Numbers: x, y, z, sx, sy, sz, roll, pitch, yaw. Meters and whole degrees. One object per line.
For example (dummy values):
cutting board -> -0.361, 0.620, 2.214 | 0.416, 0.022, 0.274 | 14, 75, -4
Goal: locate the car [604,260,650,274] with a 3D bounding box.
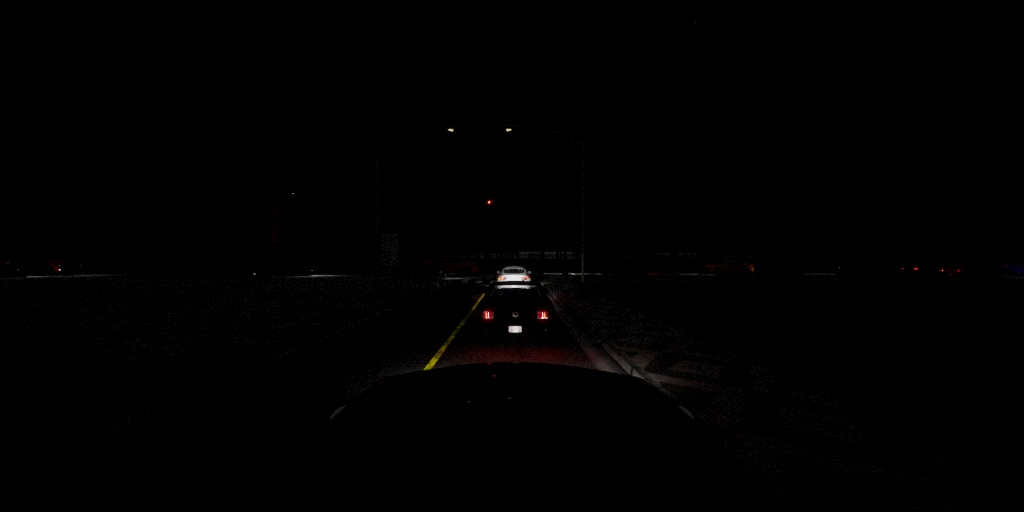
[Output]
car -> 12.633, 1.231, 39.575 | 4.902, 1.511, 2.128 | 0, 0, 0

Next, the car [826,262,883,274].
car -> 37.449, 1.341, 39.342 | 4.718, 1.301, 1.895 | 0, 0, 1

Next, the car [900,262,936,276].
car -> 42.320, 1.303, 35.921 | 5.357, 1.411, 2.033 | 0, 0, 1

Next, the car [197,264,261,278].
car -> -26.046, 1.351, 33.189 | 4.718, 1.301, 1.895 | 0, 0, 0

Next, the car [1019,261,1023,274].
car -> 52.275, 1.233, 35.887 | 5.008, 1.535, 1.882 | 0, 0, 0

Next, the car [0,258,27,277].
car -> -48.535, 1.223, 32.910 | 4.892, 1.490, 1.837 | 0, 0, -2

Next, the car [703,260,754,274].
car -> 23.775, 1.217, 39.478 | 5.008, 1.535, 1.882 | 0, 0, 0

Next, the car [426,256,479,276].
car -> -6.185, 0.975, 36.285 | 5.566, 2.045, 2.150 | 0, 0, 0

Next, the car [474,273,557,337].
car -> 0.108, 1.350, 10.237 | 1.895, 1.301, 4.718 | 0, 0, 1

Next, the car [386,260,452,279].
car -> -8.598, 1.316, 32.550 | 5.357, 1.411, 2.033 | 0, 0, 9

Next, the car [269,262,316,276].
car -> -22.302, 1.302, 36.410 | 4.181, 1.385, 1.994 | 0, 0, 0

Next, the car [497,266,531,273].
car -> 0.113, 1.274, 20.221 | 1.812, 1.442, 4.674 | 0, 0, 1

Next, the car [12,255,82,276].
car -> -47.161, 0.928, 36.199 | 5.566, 2.045, 2.150 | 0, 0, -2

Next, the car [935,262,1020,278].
car -> 42.296, 1.372, 32.672 | 4.718, 1.301, 1.895 | 0, 0, 1
